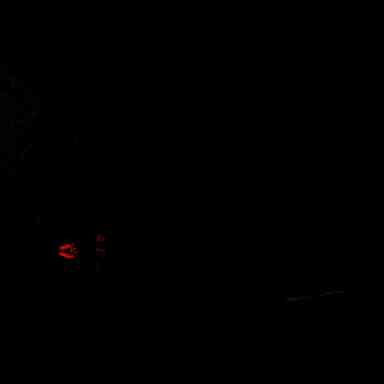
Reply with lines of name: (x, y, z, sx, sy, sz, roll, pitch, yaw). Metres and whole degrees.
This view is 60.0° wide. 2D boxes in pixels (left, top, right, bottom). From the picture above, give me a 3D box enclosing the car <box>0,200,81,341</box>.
car: (-4.557, 1.162, 4.900, 5.566, 2.045, 2.150, 0, 0, -35)
